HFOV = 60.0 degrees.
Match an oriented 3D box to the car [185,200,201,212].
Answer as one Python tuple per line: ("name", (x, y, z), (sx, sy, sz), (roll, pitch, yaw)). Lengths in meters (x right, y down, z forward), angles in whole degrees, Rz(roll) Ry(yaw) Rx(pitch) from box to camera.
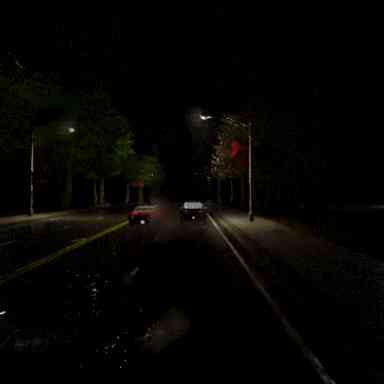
("car", (0.099, 1.713, 42.672), (1.994, 1.385, 4.181), (0, 0, 0))

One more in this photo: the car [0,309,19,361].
("car", (-3.149, 1.548, 1.801), (2.033, 1.411, 5.357), (0, 0, 0))

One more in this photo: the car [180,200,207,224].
("car", (0.098, 1.523, 24.814), (2.128, 1.511, 4.902), (0, 0, 0))

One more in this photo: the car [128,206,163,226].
("car", (-3.151, 1.627, 23.483), (1.895, 1.301, 4.718), (0, 0, 0))
